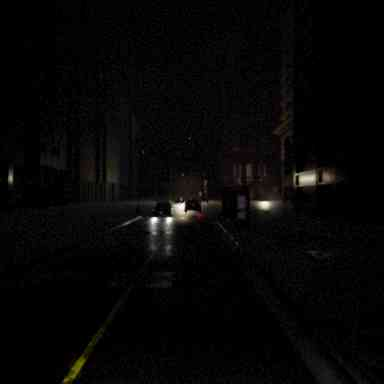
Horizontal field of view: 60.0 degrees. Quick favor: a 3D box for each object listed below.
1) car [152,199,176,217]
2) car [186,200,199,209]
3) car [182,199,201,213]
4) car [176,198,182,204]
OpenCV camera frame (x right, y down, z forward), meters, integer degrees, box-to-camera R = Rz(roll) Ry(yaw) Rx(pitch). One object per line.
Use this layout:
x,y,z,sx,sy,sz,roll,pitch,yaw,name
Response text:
-3.053,1.778,35.217,1.837,1.490,4.892,0,0,0,car
0.088,1.957,52.513,1.994,1.385,4.181,0,0,1,car
0.126,1.676,42.383,2.097,1.767,4.553,0,0,1,car
-2.911,2.017,75.883,1.994,1.385,4.181,0,0,0,car
